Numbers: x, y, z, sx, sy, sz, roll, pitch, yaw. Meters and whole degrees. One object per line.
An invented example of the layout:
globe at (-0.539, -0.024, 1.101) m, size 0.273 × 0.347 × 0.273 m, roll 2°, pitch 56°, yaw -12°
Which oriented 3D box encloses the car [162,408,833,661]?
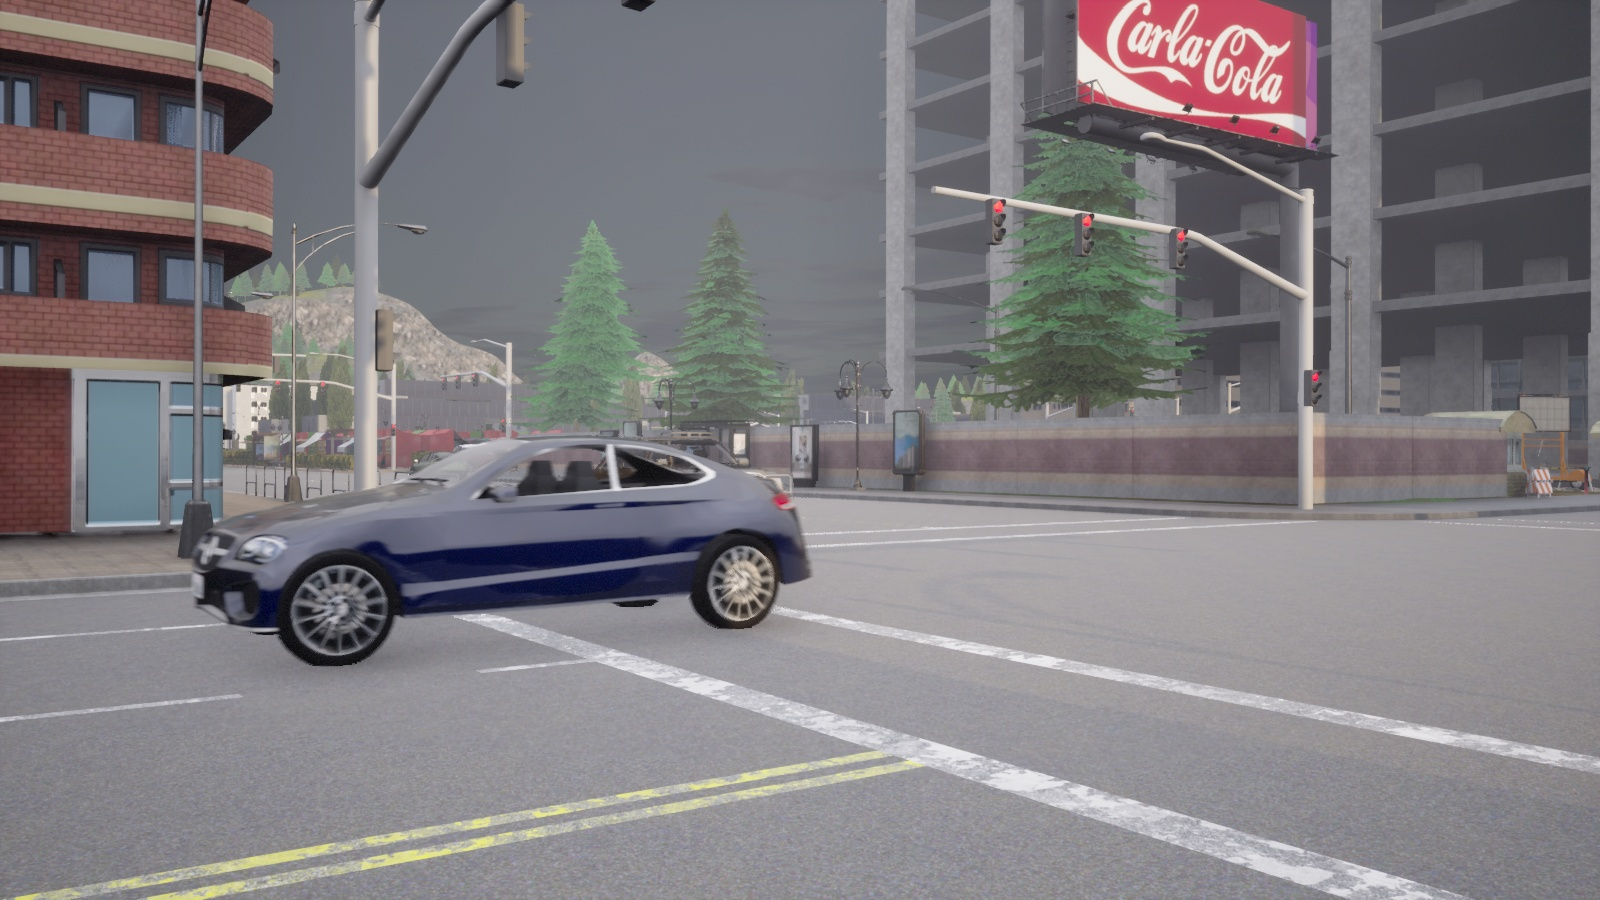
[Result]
car at (-2.389, 0.554, 10.526) m, size 5.027 × 1.651 × 2.152 m, roll 0°, pitch 0°, yaw -35°

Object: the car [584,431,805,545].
car at (-2.035, 0.622, 22.813) m, size 1.932 × 1.855 × 4.605 m, roll 0°, pitch 0°, yaw -35°

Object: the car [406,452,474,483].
car at (-18.486, 0.888, 64.403) m, size 2.007 × 1.525 × 4.514 m, roll 0°, pitch 0°, yaw -35°
